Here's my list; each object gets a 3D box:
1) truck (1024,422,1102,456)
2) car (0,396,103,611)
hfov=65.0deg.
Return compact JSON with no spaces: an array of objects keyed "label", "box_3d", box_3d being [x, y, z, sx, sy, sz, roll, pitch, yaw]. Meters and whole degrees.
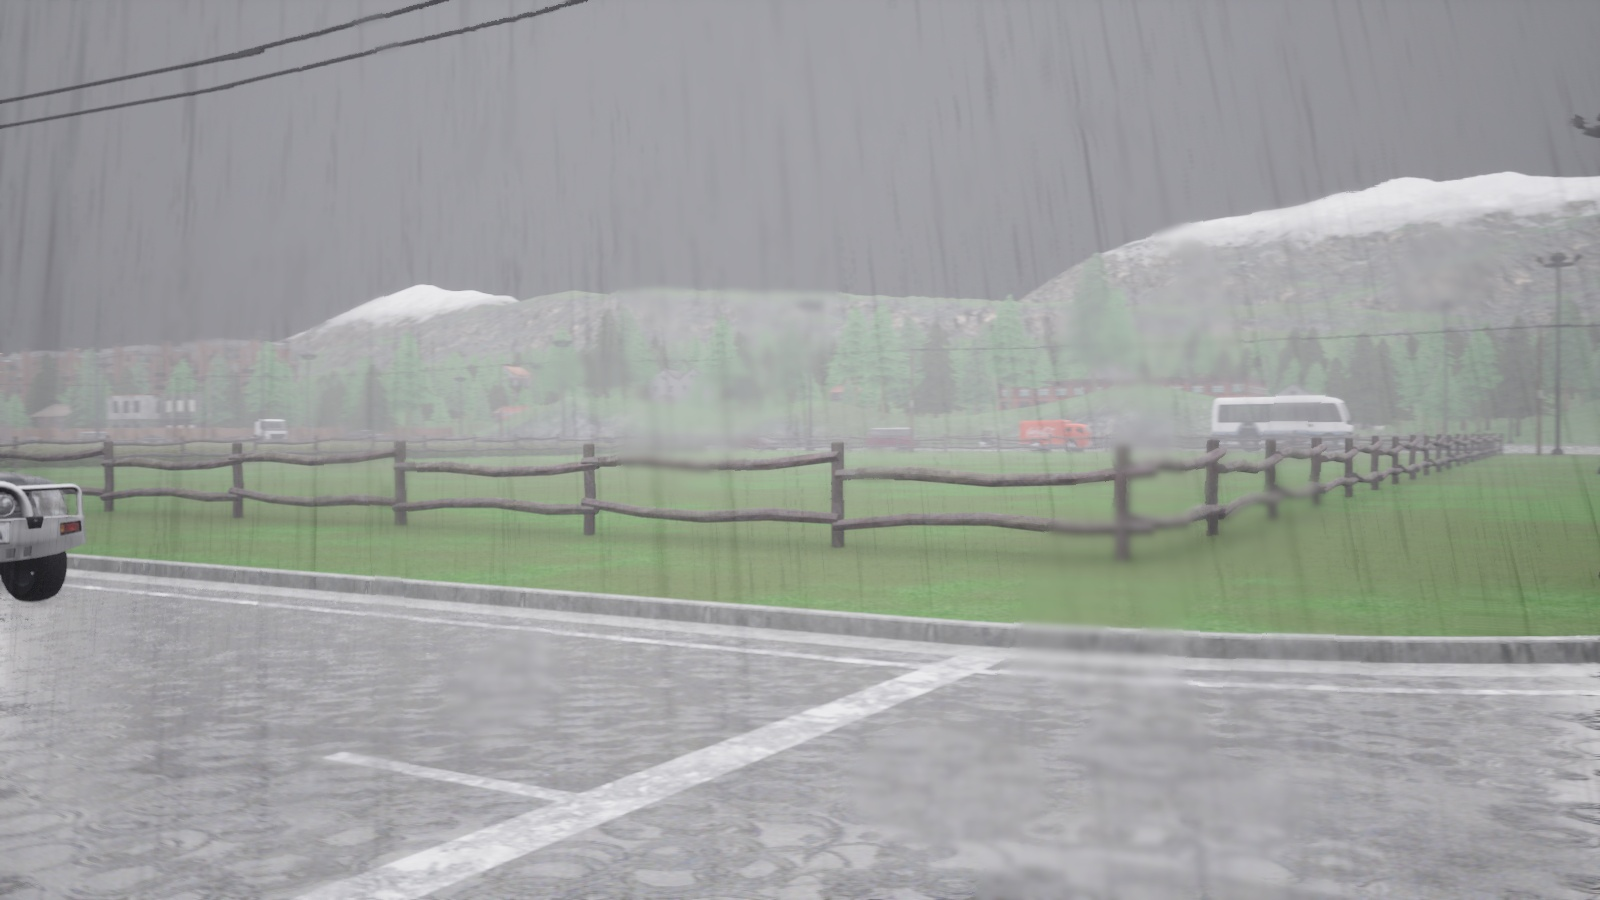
[{"label":"truck","box_3d":[19.839,-0.861,94.718,5.204,2.467,2.627,1,1,29]},{"label":"car","box_3d":[-8.914,0.443,11.874,4.605,1.855,1.932,1,1,29]}]
